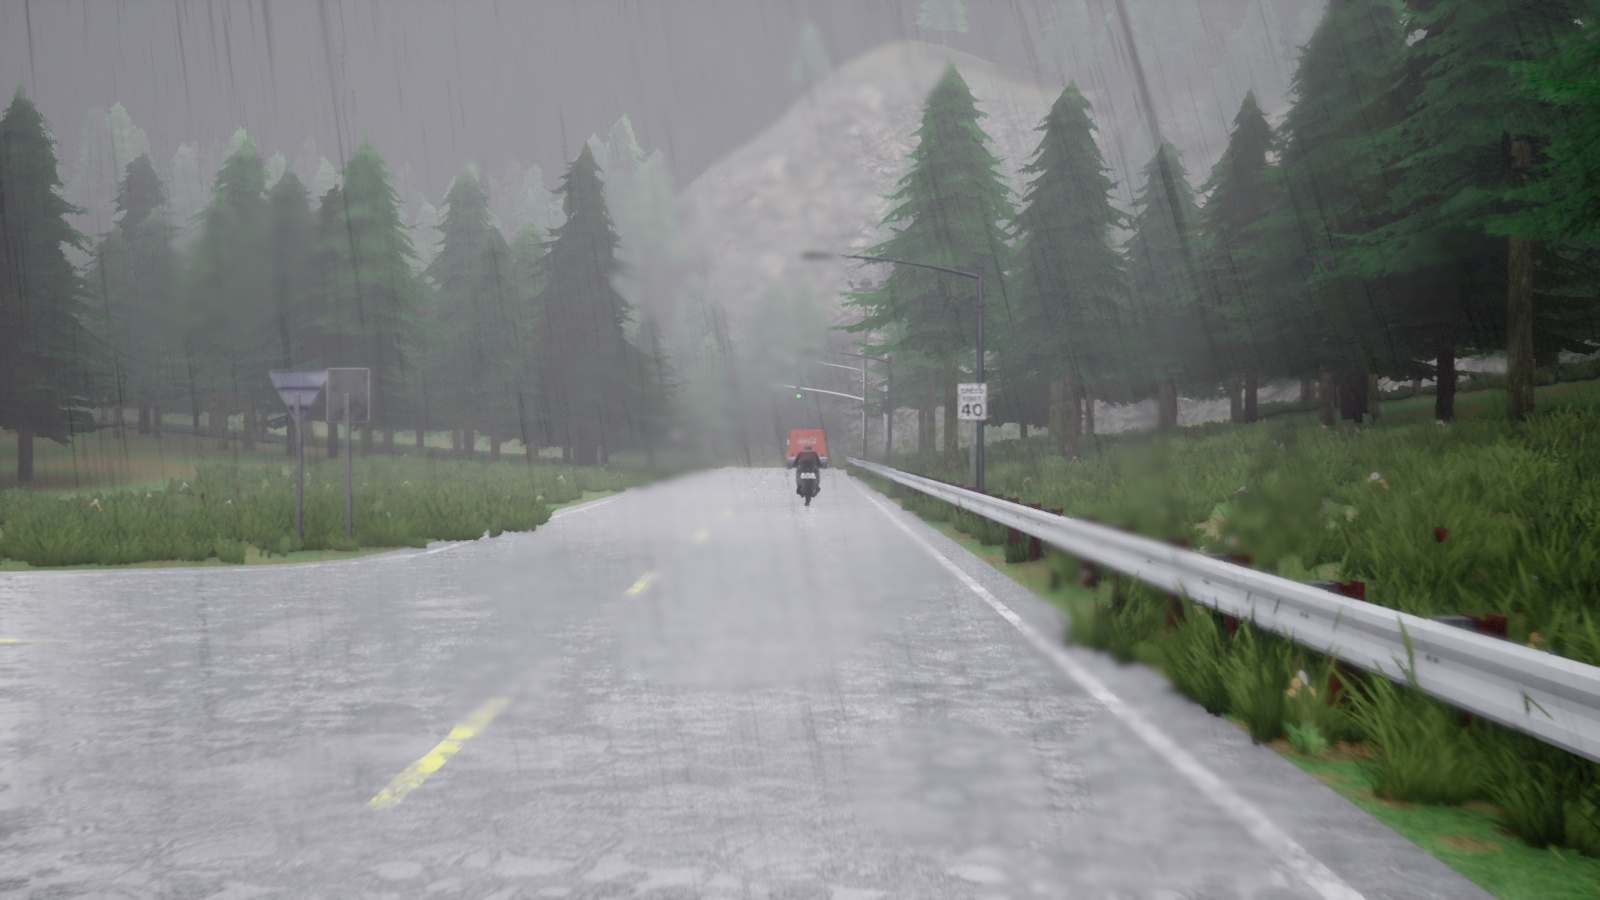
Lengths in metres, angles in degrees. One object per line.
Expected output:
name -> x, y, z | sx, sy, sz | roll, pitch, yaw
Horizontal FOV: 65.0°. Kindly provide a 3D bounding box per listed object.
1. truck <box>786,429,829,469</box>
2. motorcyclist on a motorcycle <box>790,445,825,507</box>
truck -> 0.420, -0.063, 79.203 | 2.627, 2.467, 5.204 | 0, 0, -1
motorcyclist on a motorcycle -> 0.201, 0.650, 32.156 | 0.866, 1.530, 2.191 | 0, 0, 0
